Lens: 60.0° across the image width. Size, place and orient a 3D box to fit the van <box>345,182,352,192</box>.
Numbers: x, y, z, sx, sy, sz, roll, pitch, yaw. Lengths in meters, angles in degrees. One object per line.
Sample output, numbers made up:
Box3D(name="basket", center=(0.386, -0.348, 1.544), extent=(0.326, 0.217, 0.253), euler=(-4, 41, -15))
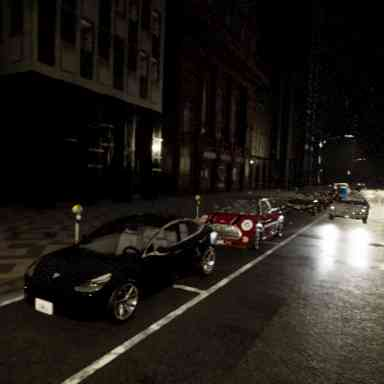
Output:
Box3D(name="van", center=(18.252, -0.184, 40.907), extent=(1.690, 1.788, 3.998), euler=(4, 4, 29))

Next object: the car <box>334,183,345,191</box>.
Box3D(name="car", center=(12.759, 0.230, 31.072), extent=(1.967, 1.590, 4.097), euler=(4, 4, 29))

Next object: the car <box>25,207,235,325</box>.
Box3D(name="car", center=(-0.969, 1.147, 6.477), extent=(1.947, 1.339, 4.313), euler=(4, 4, 29))

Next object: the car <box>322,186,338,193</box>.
Box3D(name="car", center=(9.928, 0.478, 26.008), extent=(1.752, 1.417, 4.829), euler=(4, 4, 29))

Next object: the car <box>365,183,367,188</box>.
Box3D(name="car", center=(42.941, -1.373, 85.204), extent=(2.008, 1.369, 4.403), euler=(4, 4, 29))

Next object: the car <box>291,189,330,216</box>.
Box3D(name="car", center=(7.265, 0.657, 21.237), extent=(2.008, 1.369, 4.403), euler=(4, 4, 29))

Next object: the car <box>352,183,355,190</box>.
Box3D(name="car", center=(20.906, -0.154, 45.689), extent=(1.752, 1.417, 4.829), euler=(4, 4, 29))

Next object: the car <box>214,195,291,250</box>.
Box3D(name="car", center=(1.781, 0.863, 11.391), extent=(1.967, 1.590, 4.097), euler=(4, 4, 29))

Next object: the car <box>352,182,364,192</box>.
Box3D(name="car", center=(31.975, -0.993, 65.509), extent=(2.192, 1.841, 5.009), euler=(4, 4, 29))

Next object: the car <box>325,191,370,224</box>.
Box3D(name="car", center=(9.073, 0.902, 19.016), extent=(1.895, 1.301, 4.718), euler=(4, 4, 29))
